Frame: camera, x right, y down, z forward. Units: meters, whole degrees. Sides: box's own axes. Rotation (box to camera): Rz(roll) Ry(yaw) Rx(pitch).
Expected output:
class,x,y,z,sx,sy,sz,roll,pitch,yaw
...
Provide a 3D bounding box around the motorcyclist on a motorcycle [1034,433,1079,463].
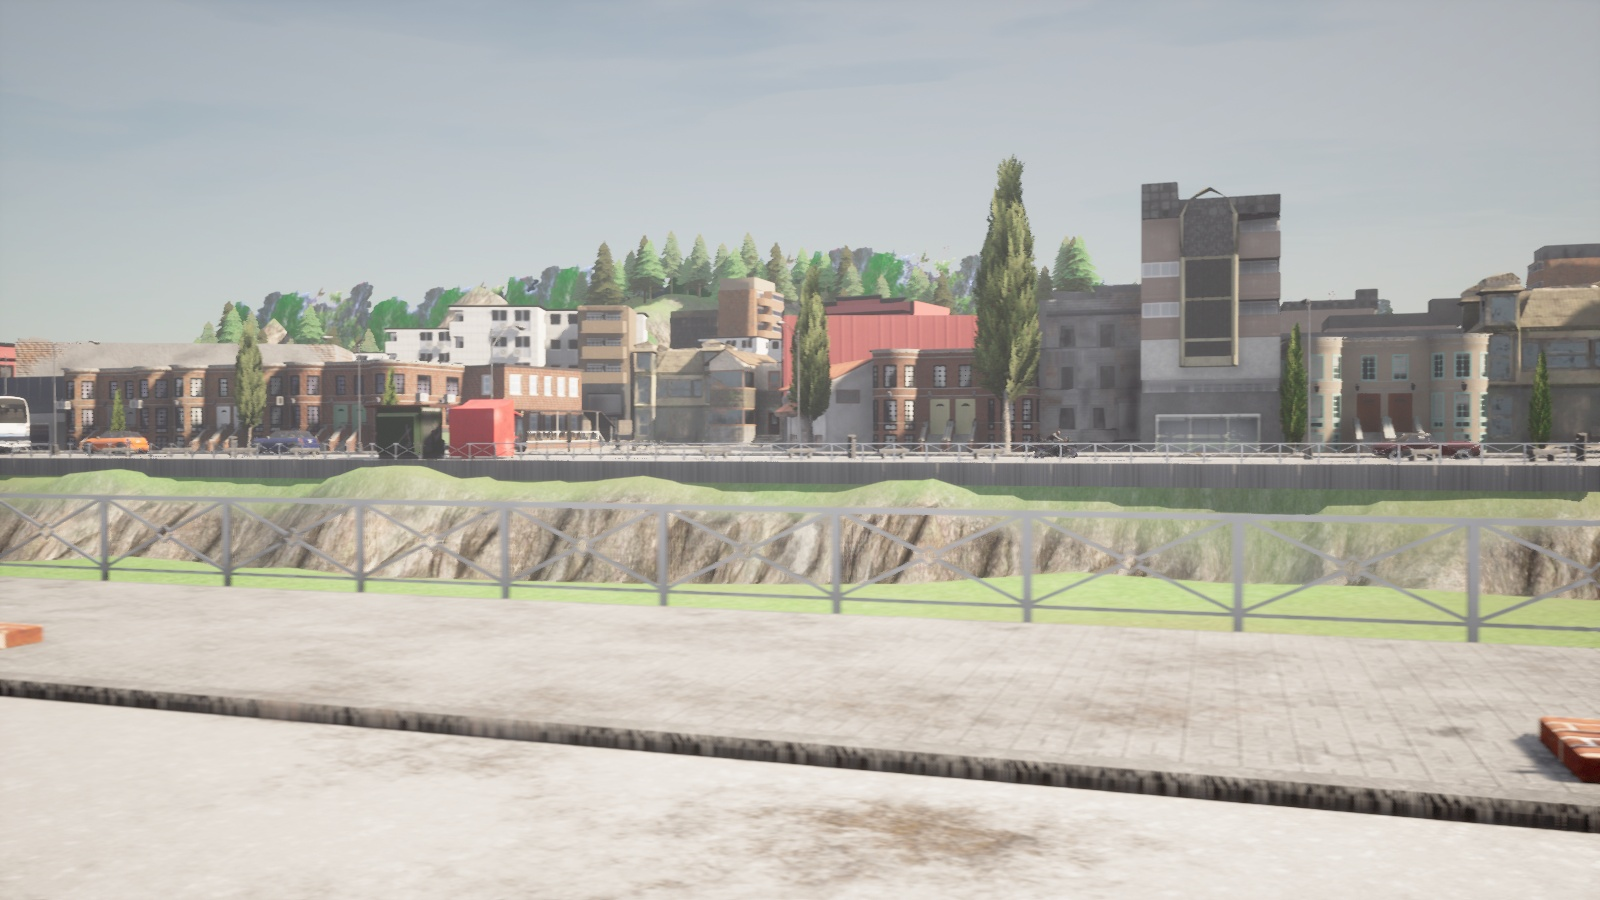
class,x,y,z,sx,sy,sz,roll,pitch,yaw
motorcyclist on a motorcycle,13.151,-0.120,64.406,2.191,1.530,0.866,1,1,19

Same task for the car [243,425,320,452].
class,x,y,z,sx,sy,sz,roll,pitch,yaw
car,-35.019,-0.805,84.813,4.553,1.767,2.097,1,1,19

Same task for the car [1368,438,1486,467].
class,x,y,z,sx,sy,sz,roll,pitch,yaw
car,29.373,0.093,58.955,4.718,1.301,1.895,1,1,19
